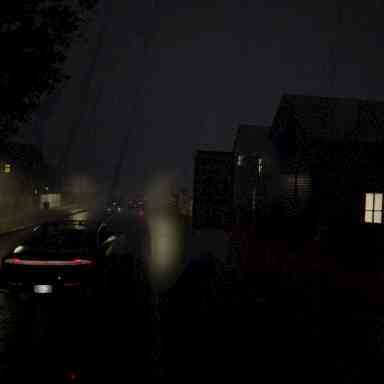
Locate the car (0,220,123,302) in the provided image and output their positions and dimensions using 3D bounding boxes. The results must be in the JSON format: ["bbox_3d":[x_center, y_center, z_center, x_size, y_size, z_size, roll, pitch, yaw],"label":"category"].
[{"bbox_3d":[-2.825,1.427,8.093,2.128,1.511,4.902,2,0,-7],"label":"car"}]

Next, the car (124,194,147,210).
[{"bbox_3d":[-6.442,1.311,38.885,1.812,1.442,4.674,2,0,-6],"label":"car"}]

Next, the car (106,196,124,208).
[{"bbox_3d":[-9.730,1.229,42.723,1.994,1.385,4.181,2,0,-7],"label":"car"}]

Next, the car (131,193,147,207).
[{"bbox_3d":[-7.650,1.103,48.608,2.097,1.767,4.553,2,0,-7],"label":"car"}]
